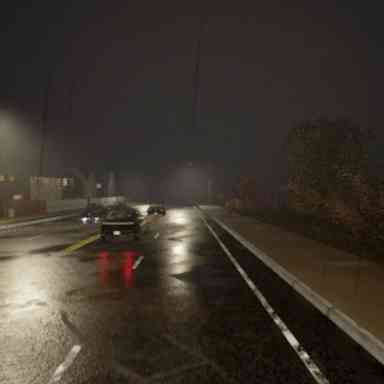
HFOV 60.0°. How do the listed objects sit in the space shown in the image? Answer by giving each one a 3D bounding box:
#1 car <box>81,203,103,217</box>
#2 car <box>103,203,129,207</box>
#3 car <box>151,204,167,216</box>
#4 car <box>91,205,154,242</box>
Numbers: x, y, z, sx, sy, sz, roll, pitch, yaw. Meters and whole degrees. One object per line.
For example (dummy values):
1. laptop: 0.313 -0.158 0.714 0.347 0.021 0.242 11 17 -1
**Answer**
1. car: -10.500 1.924 36.563 2.033 1.411 5.357 0 -1 -1
2. car: -7.220 1.891 34.273 2.033 1.411 5.357 0 -1 -1
3. car: -3.845 1.955 36.997 1.895 1.301 4.718 0 -1 -1
4. car: -3.470 1.671 17.583 2.128 1.511 4.902 0 -1 -1
